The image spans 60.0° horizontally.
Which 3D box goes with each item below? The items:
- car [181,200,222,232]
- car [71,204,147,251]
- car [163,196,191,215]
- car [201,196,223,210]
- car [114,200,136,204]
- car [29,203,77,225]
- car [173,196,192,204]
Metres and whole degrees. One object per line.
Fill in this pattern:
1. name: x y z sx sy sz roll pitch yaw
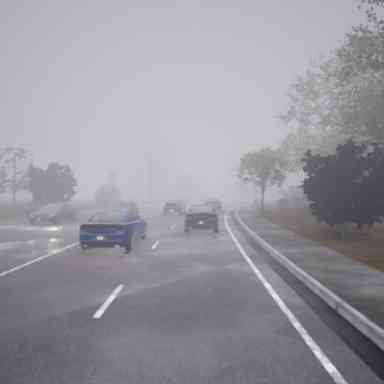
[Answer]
1. car: 0.624 1.477 20.160 1.882 1.535 5.008 0 0 3
2. car: -3.160 1.475 14.203 1.882 1.535 5.008 0 0 2
3. car: -1.644 1.502 33.867 1.837 1.490 4.892 0 0 7
4. car: 2.478 1.494 38.028 2.128 1.511 4.902 0 0 9
5. car: -5.913 1.485 28.800 2.128 1.511 4.902 0 0 6
6. car: -9.825 1.516 24.029 1.812 1.442 4.674 0 0 4
7. car: -1.759 1.533 65.406 2.033 1.411 5.357 0 0 19
